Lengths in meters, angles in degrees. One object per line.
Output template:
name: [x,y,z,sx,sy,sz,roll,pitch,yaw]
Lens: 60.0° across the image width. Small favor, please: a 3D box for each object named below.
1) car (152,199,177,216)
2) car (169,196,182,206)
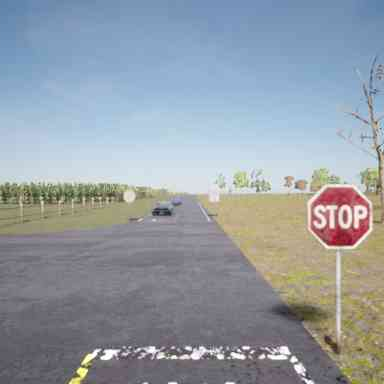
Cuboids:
car: [-2.753,1.597,32.198,1.895,1.301,4.718,0,0,0]
car: [-2.758,1.437,55.905,1.882,1.535,5.008,0,0,0]
